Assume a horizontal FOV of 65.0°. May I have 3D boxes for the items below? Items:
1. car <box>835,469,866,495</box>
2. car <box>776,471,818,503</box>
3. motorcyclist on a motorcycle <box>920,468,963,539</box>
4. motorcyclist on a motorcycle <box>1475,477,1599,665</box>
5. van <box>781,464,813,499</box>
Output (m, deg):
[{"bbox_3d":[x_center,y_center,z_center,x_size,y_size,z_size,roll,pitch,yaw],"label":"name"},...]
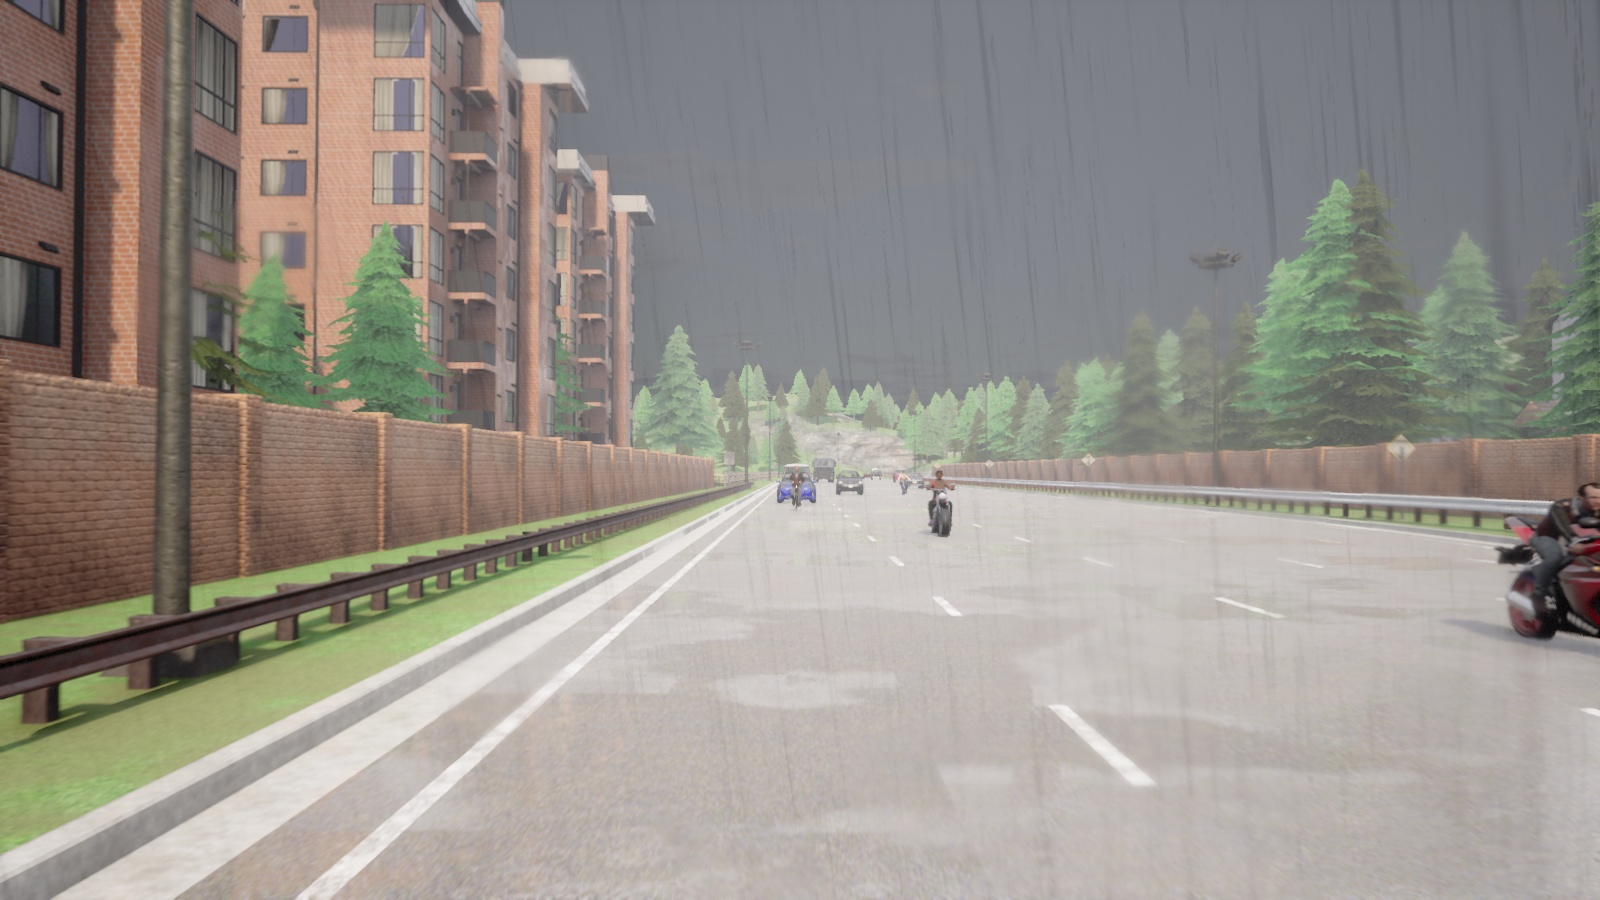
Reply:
[{"bbox_3d":[3.298,2.089,82.897,1.851,1.617,3.988,0,-1,0],"label":"car"},{"bbox_3d":[-0.151,1.799,61.855,2.007,1.525,4.514,0,-1,0],"label":"car"},{"bbox_3d":[3.425,1.262,30.496,0.766,1.649,2.350,0,-1,0],"label":"motorcyclist on a motorcycle"},{"bbox_3d":[6.973,1.007,11.055,0.866,1.530,2.191,0,-1,0],"label":"motorcyclist on a motorcycle"},{"bbox_3d":[-0.181,1.803,73.821,1.775,1.987,4.442,0,-1,0],"label":"van"}]
